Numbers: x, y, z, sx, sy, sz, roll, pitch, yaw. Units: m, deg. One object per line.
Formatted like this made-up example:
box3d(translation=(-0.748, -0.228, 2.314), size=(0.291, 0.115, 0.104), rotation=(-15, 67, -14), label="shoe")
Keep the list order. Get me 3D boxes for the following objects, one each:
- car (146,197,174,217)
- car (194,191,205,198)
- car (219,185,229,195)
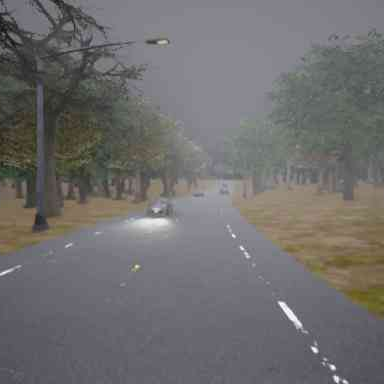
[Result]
box3d(translation=(-2.675, 1.240, 28.760), size=(2.128, 1.511, 4.902), rotation=(0, 1, 3), label="car")
box3d(translation=(1.596, 0.397, 70.286), size=(2.033, 1.411, 5.357), rotation=(0, 2, 8), label="car")
box3d(translation=(8.234, -0.239, 84.029), size=(2.097, 1.767, 4.553), rotation=(0, 2, 8), label="car")
